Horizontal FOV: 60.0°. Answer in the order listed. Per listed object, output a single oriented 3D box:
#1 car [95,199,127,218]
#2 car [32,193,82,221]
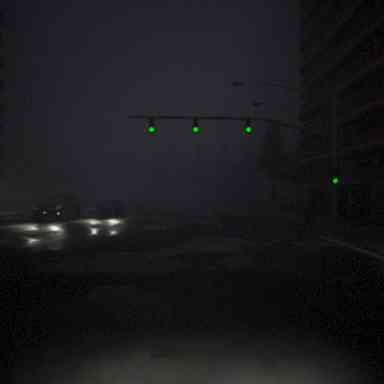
[{"bbox_3d":[-7.052,1.350,29.339,1.882,1.535,5.008,0,0,0],"label":"car"},{"bbox_3d":[-10.569,1.106,26.520,2.150,2.045,5.566,0,0,-1],"label":"car"}]
